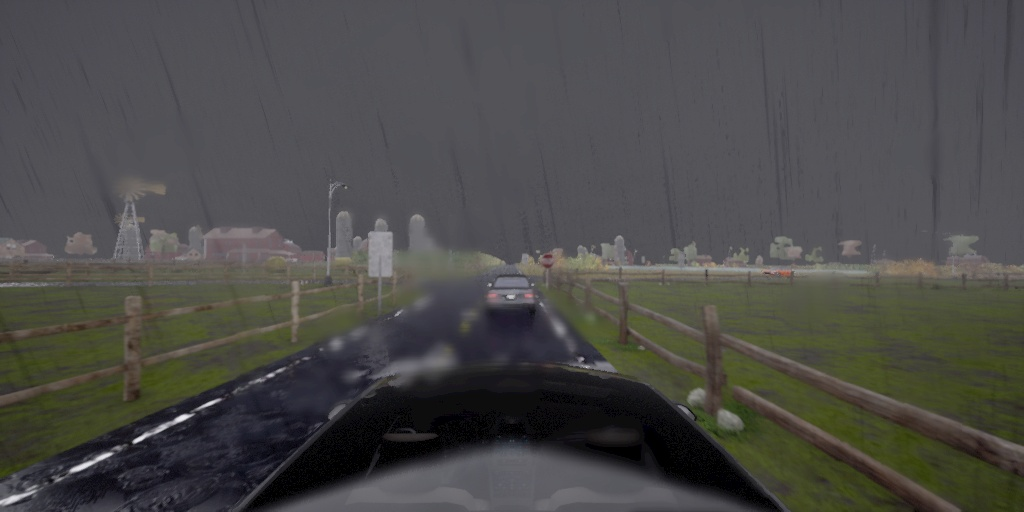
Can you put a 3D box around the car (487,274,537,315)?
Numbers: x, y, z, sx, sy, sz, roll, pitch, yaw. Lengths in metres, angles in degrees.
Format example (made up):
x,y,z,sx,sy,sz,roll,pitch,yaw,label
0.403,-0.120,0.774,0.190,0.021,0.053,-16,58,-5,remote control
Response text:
x,y,z,sx,sy,sz,roll,pitch,yaw,label
-0.008,1.439,14.390,2.033,1.411,5.357,0,-1,0,car
